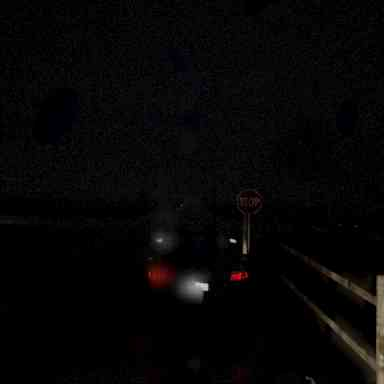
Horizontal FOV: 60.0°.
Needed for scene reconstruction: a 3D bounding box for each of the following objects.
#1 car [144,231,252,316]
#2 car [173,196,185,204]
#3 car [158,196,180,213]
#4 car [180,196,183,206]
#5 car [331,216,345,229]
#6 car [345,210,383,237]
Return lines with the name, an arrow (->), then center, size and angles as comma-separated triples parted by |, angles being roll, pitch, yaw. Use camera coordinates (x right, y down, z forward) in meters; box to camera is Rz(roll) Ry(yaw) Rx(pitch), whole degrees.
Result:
car -> 0.112, 1.567, 7.595 | 1.994, 1.385, 4.181 | 0, 0, 0
car -> -2.612, 1.619, 68.234 | 2.033, 1.411, 5.357 | 0, 0, 1
car -> -2.763, 1.518, 37.446 | 2.128, 1.511, 4.902 | 0, 0, 0
car -> -2.734, 1.600, 47.441 | 1.994, 1.385, 4.181 | 0, 0, 0
car -> 12.538, 2.055, 23.762 | 4.892, 1.490, 1.837 | 2, 0, -2
car -> 12.727, 2.045, 20.871 | 4.902, 1.511, 2.128 | 2, 0, 0
